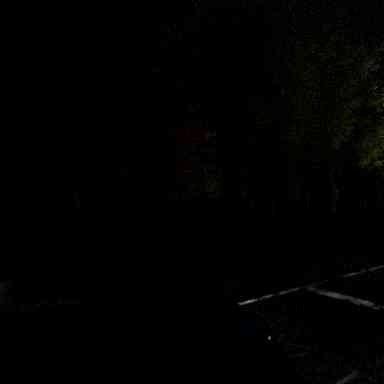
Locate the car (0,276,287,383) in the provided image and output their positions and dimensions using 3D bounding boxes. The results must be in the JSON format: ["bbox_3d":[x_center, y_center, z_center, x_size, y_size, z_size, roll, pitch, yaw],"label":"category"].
[{"bbox_3d":[-1.190,1.527,2.923,4.674,1.442,1.812,0,0,-36],"label":"car"}]
